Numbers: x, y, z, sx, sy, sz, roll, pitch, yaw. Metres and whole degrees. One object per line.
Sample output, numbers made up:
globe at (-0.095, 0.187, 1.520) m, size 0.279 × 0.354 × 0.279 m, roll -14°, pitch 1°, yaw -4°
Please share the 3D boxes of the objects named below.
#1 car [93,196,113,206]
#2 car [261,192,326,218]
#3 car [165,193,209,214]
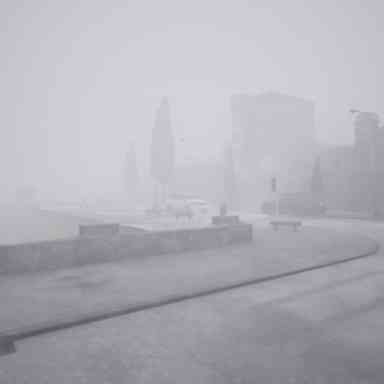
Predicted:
car at (-14.123, 1.378, 52.438) m, size 1.837 × 1.490 × 4.892 m, roll 0°, pitch 0°, yaw -35°
car at (8.425, 1.063, 28.009) m, size 2.150 × 2.045 × 5.566 m, roll -1°, pitch 0°, yaw -37°
car at (-0.607, 1.092, 33.320) m, size 2.150 × 2.045 × 5.566 m, roll 0°, pitch 0°, yaw -35°
